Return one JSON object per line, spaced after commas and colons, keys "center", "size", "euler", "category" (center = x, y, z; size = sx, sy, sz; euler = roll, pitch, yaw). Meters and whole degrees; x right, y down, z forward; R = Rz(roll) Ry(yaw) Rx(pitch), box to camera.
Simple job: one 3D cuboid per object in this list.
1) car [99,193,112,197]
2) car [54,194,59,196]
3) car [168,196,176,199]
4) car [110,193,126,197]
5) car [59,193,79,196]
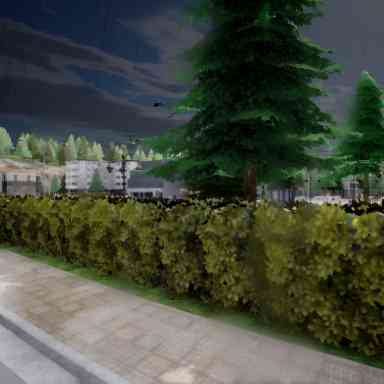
{"center": [-16.680, 1.097, 68.992], "size": [1.932, 1.855, 4.605], "euler": [0, 0, 43], "category": "car"}
{"center": [-33.228, 1.232, 83.685], "size": [1.970, 1.475, 3.806], "euler": [0, 0, 43], "category": "car"}
{"center": [-3.296, 1.374, 56.098], "size": [1.845, 1.501, 3.633], "euler": [0, 0, 43], "category": "car"}
{"center": [-10.566, 1.384, 52.768], "size": [1.970, 1.475, 3.806], "euler": [0, 0, 43], "category": "car"}
{"center": [-28.351, 1.153, 79.501], "size": [2.152, 1.636, 5.027], "euler": [0, 0, 43], "category": "car"}
